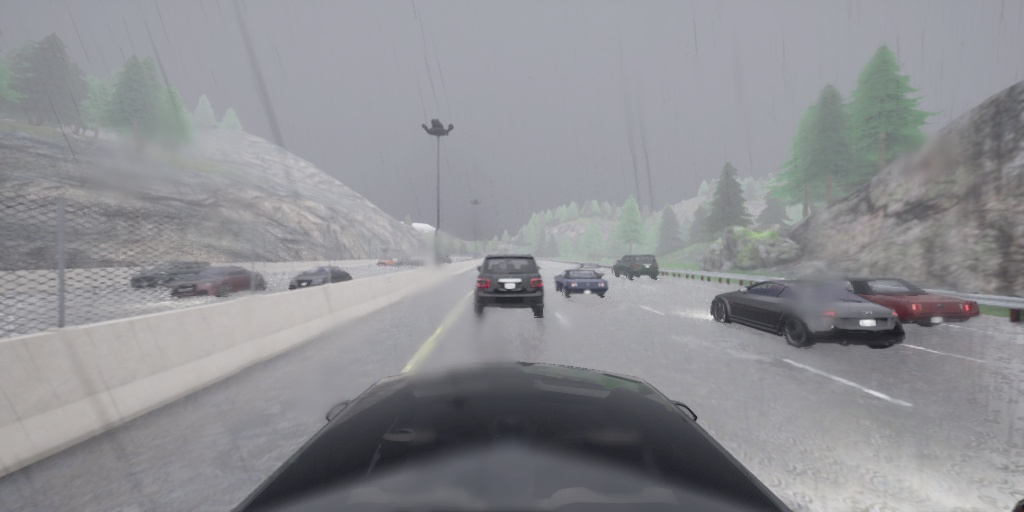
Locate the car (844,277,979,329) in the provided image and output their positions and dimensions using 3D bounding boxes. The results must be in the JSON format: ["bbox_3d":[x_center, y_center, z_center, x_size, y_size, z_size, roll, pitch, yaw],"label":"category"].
[{"bbox_3d":[10.435,1.304,11.039,1.895,1.301,4.718,0,0,-1],"label":"car"}]

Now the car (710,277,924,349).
[{"bbox_3d":[6.952,1.280,9.055,1.994,1.385,4.181,0,0,-1],"label":"car"}]

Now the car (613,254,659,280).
[{"bbox_3d":[10.074,0.875,29.488,2.150,2.045,5.566,0,0,-1],"label":"car"}]

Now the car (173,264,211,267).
[{"bbox_3d":[-17.982,1.332,22.134,1.895,1.301,4.718,0,0,-1],"label":"car"}]

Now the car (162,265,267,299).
[{"bbox_3d":[-14.396,1.300,17.930,1.994,1.385,4.181,0,0,-1],"label":"car"}]

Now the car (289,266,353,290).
[{"bbox_3d":[-10.955,1.284,20.863,1.994,1.385,4.181,0,0,-1],"label":"car"}]

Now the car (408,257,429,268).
[{"bbox_3d":[-15.179,1.226,59.167,1.895,1.301,4.718,0,0,-1],"label":"car"}]

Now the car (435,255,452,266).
[{"bbox_3d":[-11.711,0.833,61.315,2.150,2.045,5.566,0,0,0],"label":"car"}]

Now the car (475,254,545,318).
[{"bbox_3d":[-0.102,0.941,13.014,2.150,2.045,5.566,0,0,-1],"label":"car"}]

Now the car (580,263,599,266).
[{"bbox_3d":[6.540,1.257,31.094,1.895,1.301,4.718,0,0,-1],"label":"car"}]

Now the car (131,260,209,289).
[{"bbox_3d":[-21.501,1.088,23.109,2.097,1.767,4.553,0,0,-1],"label":"car"}]

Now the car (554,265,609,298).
[{"bbox_3d":[3.302,1.300,18.084,1.895,1.301,4.718,0,0,-1],"label":"car"}]
